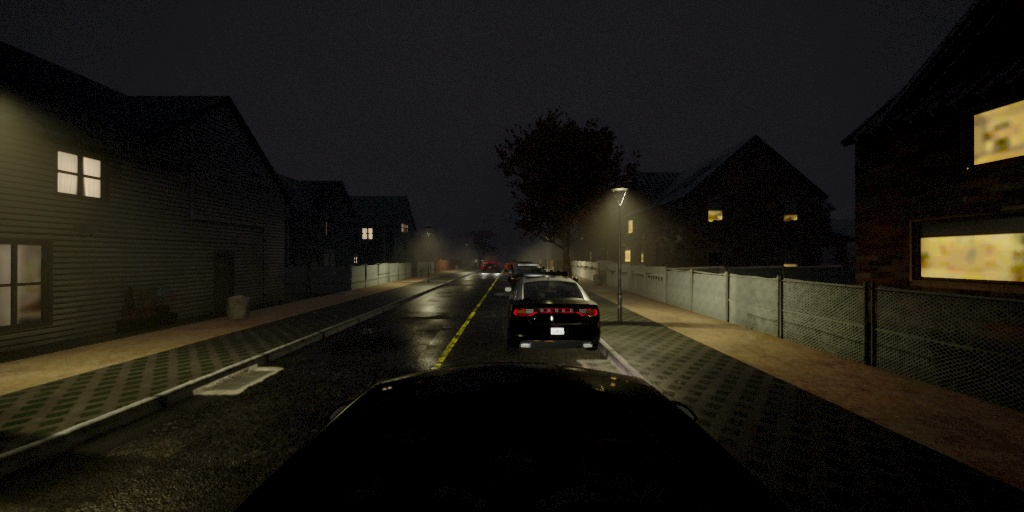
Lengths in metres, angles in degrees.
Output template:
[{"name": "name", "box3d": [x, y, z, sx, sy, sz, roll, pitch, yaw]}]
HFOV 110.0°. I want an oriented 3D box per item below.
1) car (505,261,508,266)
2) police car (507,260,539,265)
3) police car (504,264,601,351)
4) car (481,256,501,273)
[{"name": "car", "box3d": [0.130, 1.207, 47.979, 2.097, 1.767, 4.553, 0, 0, 1]}, {"name": "police car", "box3d": [0.858, 1.183, 19.165, 1.930, 1.638, 5.238, 0, 0, 0]}, {"name": "police car", "box3d": [0.839, 1.178, 9.165, 1.930, 1.638, 5.238, 0, 0, 0]}, {"name": "car", "box3d": [-2.664, 1.066, 46.121, 2.150, 2.045, 5.566, 0, 0, 0]}]
